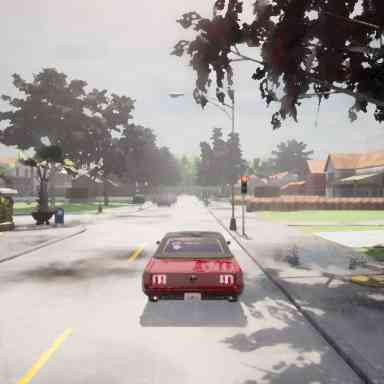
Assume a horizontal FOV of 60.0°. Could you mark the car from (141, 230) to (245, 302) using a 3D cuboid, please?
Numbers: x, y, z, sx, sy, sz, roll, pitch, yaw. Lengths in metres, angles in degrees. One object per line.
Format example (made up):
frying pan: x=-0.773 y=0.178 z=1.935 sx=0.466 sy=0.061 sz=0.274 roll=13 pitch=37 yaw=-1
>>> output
car: x=0.037 y=1.601 z=8.202 sx=1.895 sy=1.301 sz=4.718 roll=0 pitch=0 yaw=0

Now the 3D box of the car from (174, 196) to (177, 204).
car: x=-4.175 y=1.564 z=60.817 sx=1.994 sy=1.385 sz=4.181 roll=0 pitch=0 yaw=0

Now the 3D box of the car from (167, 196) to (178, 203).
car: x=-4.127 y=1.540 z=71.179 sx=2.033 sy=1.411 sz=5.357 roll=0 pitch=0 yaw=0

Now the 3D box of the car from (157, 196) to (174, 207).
car: x=-4.187 y=1.601 z=50.826 sx=1.895 sy=1.301 sz=4.718 roll=0 pitch=0 yaw=0
